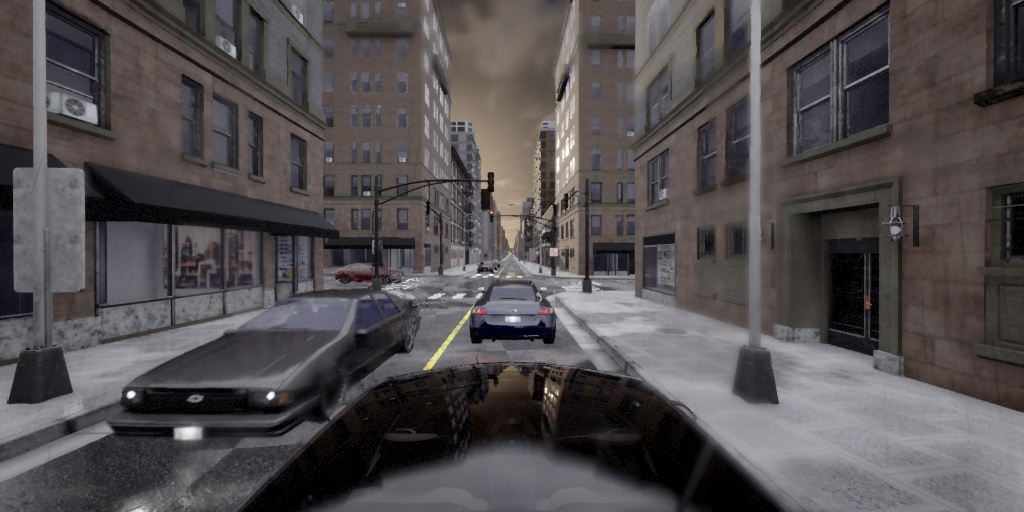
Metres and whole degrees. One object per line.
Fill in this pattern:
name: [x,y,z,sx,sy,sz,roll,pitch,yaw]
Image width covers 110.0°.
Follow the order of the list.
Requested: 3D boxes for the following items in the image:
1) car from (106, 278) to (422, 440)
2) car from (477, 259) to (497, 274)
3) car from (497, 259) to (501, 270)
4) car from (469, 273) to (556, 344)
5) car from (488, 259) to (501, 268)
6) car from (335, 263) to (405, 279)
car: [-3.020,1.297,6.059,2.033,1.411,5.357,0,0,1]
car: [-3.083,1.307,43.070,1.837,1.490,4.892,0,0,0]
car: [-3.081,1.369,52.892,2.033,1.411,5.357,0,0,0]
car: [0.013,1.315,9.627,1.994,1.385,4.181,0,0,0]
car: [-3.039,1.320,63.301,1.882,1.535,5.008,0,0,0]
car: [-9.625,1.184,24.355,4.674,1.442,1.812,1,0,8]
